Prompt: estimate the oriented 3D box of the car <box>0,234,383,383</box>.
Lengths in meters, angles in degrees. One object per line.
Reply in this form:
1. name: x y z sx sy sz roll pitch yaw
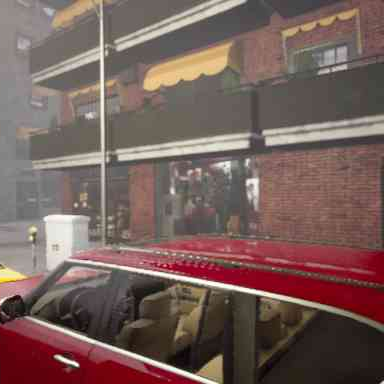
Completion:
1. car: -0.177 1.310 2.871 5.009 1.841 2.192 0 -1 36
